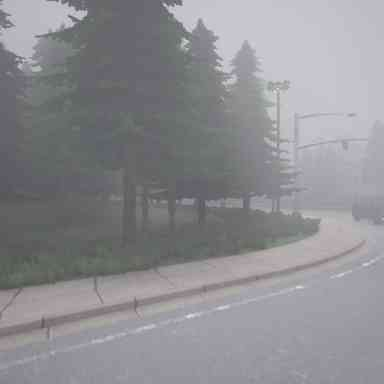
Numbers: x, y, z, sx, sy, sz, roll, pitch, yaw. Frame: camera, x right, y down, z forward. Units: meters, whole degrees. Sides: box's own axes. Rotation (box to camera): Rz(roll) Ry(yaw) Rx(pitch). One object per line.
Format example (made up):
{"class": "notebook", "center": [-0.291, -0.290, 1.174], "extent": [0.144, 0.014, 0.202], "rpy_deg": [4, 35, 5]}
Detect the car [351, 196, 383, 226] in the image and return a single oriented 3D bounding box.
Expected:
{"class": "car", "center": [13.438, 1.329, 23.912], "extent": [2.150, 2.045, 5.566], "rpy_deg": [0, 0, 5]}
